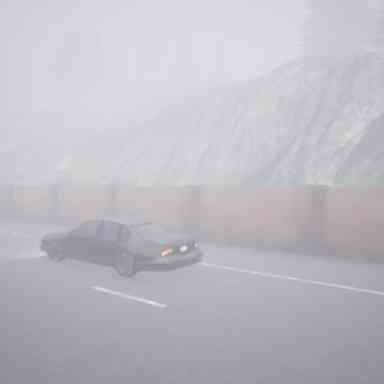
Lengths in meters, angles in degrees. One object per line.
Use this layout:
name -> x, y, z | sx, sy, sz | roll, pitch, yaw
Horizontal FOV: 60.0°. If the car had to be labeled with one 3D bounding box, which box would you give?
car -> -2.272, 1.444, 9.824 | 5.357, 1.411, 2.033 | 1, 1, 35
